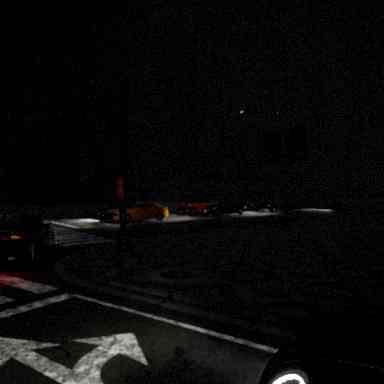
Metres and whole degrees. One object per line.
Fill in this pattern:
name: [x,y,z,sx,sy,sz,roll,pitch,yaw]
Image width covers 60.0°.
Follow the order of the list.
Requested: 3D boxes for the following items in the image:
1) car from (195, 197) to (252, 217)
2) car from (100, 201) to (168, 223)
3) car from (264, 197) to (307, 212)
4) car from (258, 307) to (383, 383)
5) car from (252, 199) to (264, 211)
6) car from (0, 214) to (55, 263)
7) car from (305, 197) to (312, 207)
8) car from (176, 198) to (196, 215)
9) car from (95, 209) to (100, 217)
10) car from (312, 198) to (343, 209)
car: [3.104,1.500,32.007,4.902,1.511,2.128,0,0,-40]
car: [-4.180,1.494,25.903,5.008,1.535,1.882,0,0,-41]
car: [10.834,1.605,38.473,4.718,1.301,1.895,0,0,-40]
car: [2.580,1.346,1.786,4.553,1.767,2.097,0,0,36]
car: [8.118,1.530,40.435,4.674,1.442,1.812,0,0,-40]
car: [-6.387,1.516,11.926,1.882,1.535,5.008,-2,1,-13]
car: [16.086,1.495,47.060,4.902,1.511,2.128,0,0,-40]
car: [0.578,1.362,34.128,4.553,1.767,2.097,0,0,-40]
car: [-6.097,1.580,28.543,4.181,1.385,1.994,0,0,-40]
car: [18.667,1.529,44.978,4.674,1.442,1.812,0,0,-39]
